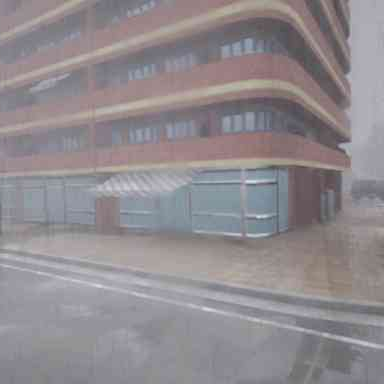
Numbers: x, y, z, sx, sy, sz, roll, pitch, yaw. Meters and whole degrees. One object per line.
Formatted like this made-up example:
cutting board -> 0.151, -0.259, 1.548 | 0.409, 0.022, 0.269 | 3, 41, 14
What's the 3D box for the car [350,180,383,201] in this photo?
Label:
car -> 18.354, -0.188, 32.980 | 2.150, 2.045, 5.566 | -1, 2, -19
